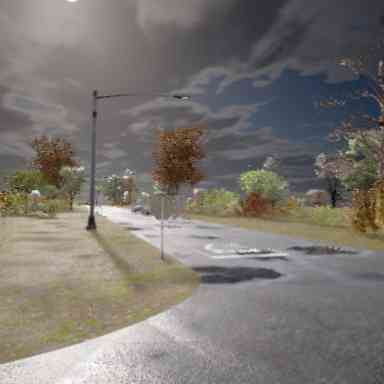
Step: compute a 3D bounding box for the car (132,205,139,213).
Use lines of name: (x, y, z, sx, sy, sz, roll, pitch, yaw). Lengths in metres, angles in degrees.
car: (-9.313, 2.942, 58.172, 1.812, 1.442, 4.674, 2, -2, -19)

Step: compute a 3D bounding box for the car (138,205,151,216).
car: (-6.178, 2.804, 49.134, 1.895, 1.301, 4.718, 2, -2, -19)
